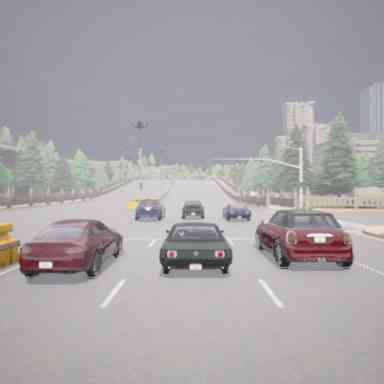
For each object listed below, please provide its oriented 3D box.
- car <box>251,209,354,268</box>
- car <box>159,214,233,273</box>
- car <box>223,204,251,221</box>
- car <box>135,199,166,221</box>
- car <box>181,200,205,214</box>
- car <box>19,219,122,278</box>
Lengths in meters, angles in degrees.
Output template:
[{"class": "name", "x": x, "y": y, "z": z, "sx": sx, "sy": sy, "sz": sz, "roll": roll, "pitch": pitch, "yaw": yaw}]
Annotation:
[{"class": "car", "x": 3.601, "y": 1.359, "z": 11.472, "sx": 2.097, "sy": 1.767, "sz": 4.553, "roll": 0, "pitch": 0, "yaw": 0}, {"class": "car", "x": 0.100, "y": 1.607, "z": 10.647, "sx": 1.895, "sy": 1.301, "sz": 4.718, "roll": 0, "pitch": 0, "yaw": 0}, {"class": "car", "x": 3.600, "y": 1.617, "z": 27.479, "sx": 1.895, "sy": 1.301, "sz": 4.718, "roll": 0, "pitch": 0, "yaw": 0}, {"class": "car", "x": -3.400, "y": 1.369, "z": 27.884, "sx": 2.097, "sy": 1.767, "sz": 4.553, "roll": 0, "pitch": 0, "yaw": 0}, {"class": "car", "x": 0.099, "y": 1.523, "z": 29.660, "sx": 1.837, "sy": 1.490, "sz": 4.892, "roll": 0, "pitch": 0, "yaw": 0}, {"class": "car", "x": -3.402, "y": 1.532, "z": 10.043, "sx": 1.812, "sy": 1.442, "sz": 4.674, "roll": 0, "pitch": 0, "yaw": 0}]
